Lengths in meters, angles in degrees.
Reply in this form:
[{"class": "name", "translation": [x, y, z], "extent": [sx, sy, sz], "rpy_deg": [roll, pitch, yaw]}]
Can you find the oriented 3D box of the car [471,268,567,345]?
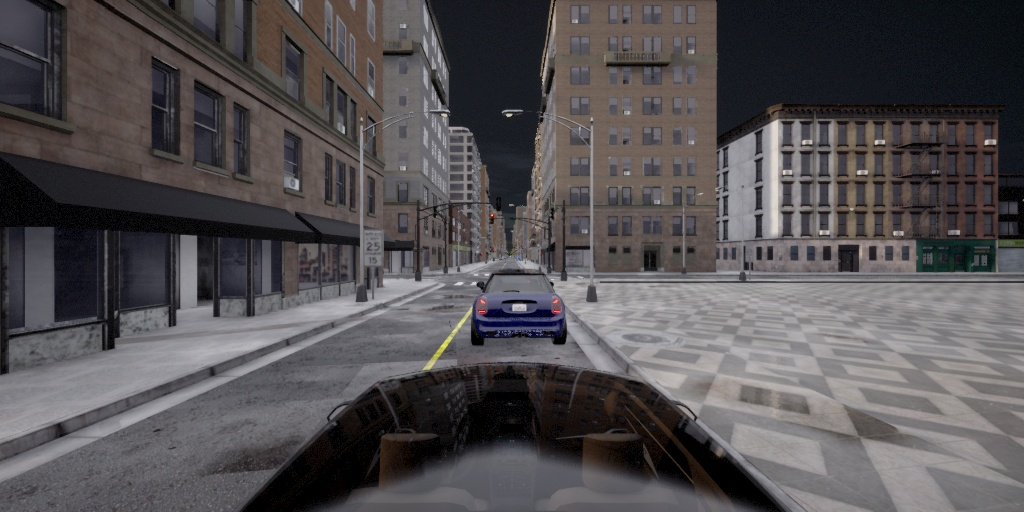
[{"class": "car", "translation": [0.102, 1.102, 9.640], "extent": [2.097, 1.767, 4.553], "rpy_deg": [0, 0, -1]}]
